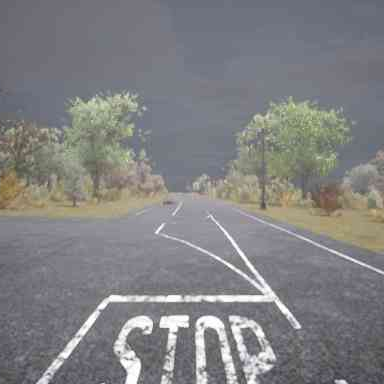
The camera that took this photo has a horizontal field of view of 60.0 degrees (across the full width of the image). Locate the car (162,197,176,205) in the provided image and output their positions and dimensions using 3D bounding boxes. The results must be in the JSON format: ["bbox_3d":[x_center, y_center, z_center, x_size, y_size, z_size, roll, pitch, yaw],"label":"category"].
[{"bbox_3d":[-3.709,1.443,54.662,1.994,1.385,4.181,0,0,0],"label":"car"}]
